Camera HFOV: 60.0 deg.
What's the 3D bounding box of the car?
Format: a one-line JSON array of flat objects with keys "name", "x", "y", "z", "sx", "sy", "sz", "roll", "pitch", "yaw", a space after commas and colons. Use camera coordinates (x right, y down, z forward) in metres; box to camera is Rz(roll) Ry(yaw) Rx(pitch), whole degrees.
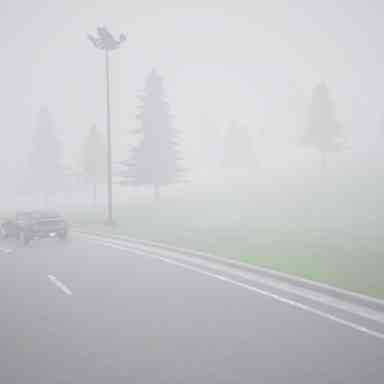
[{"name": "car", "x": -7.710, "y": 1.592, "z": 16.131, "sx": 1.837, "sy": 1.490, "sz": 4.892, "roll": -1, "pitch": 1, "yaw": -44}]
